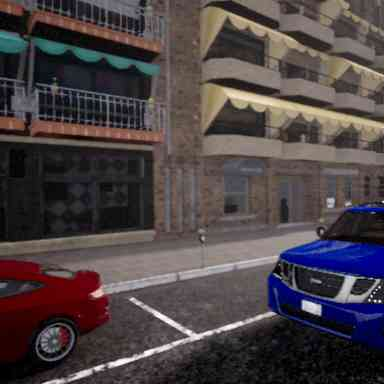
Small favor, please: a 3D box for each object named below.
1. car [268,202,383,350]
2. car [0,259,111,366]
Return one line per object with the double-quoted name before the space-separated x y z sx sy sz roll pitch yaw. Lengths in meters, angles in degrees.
"car" 3.869 1.226 6.172 5.566 2.045 2.150 0 0 -36
"car" -3.168 1.601 4.260 4.206 1.307 1.802 0 -1 -36
